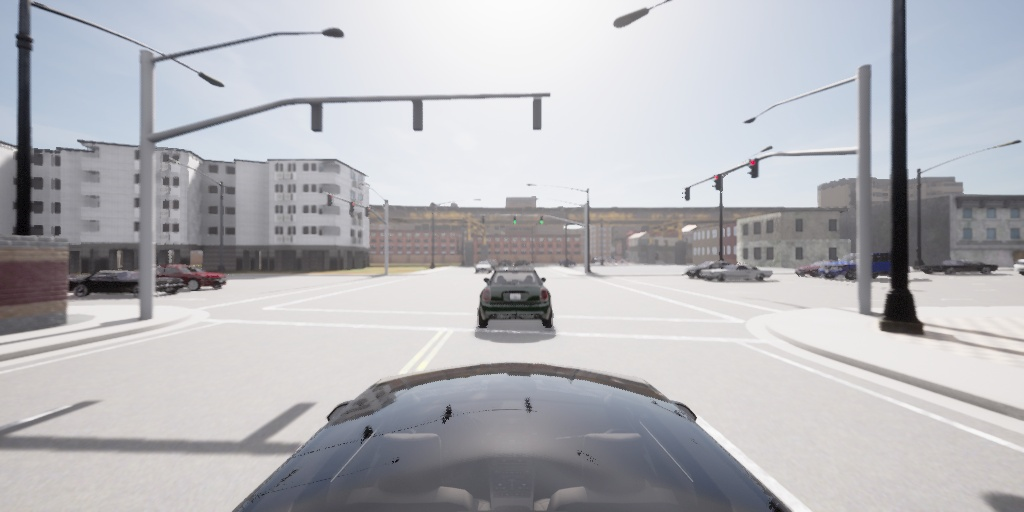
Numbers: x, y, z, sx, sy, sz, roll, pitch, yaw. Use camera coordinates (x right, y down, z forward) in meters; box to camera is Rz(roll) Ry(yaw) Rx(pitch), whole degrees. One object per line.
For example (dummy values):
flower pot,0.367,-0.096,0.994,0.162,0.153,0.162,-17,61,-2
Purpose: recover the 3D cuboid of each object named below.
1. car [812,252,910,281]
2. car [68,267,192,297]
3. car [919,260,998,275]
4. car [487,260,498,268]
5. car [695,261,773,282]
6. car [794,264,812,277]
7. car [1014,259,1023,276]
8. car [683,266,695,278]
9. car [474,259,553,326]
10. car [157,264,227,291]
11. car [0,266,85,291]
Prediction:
car,27.031,0.768,27.623,5.566,2.045,2.150,-2,0,1
car,-19.850,1.399,18.501,4.718,1.301,1.895,0,0,1
car,38.344,0.965,30.892,4.718,1.301,1.895,-1,0,1
car,-3.478,1.458,65.386,1.812,1.442,4.674,0,0,0
car,17.294,1.293,27.823,4.718,1.301,1.895,-1,0,0
car,27.239,1.086,31.117,4.674,1.442,1.812,-1,0,1
car,42.199,0.508,27.304,5.566,2.045,2.150,-1,0,1
car,17.571,1.194,31.316,4.902,1.511,2.128,-1,0,1
car,0.094,1.115,11.871,2.097,1.767,4.553,0,0,0
car,-20.306,1.286,21.970,5.008,1.535,1.882,0,0,0
car,-29.487,1.333,21.760,4.674,1.442,1.812,0,0,-5
